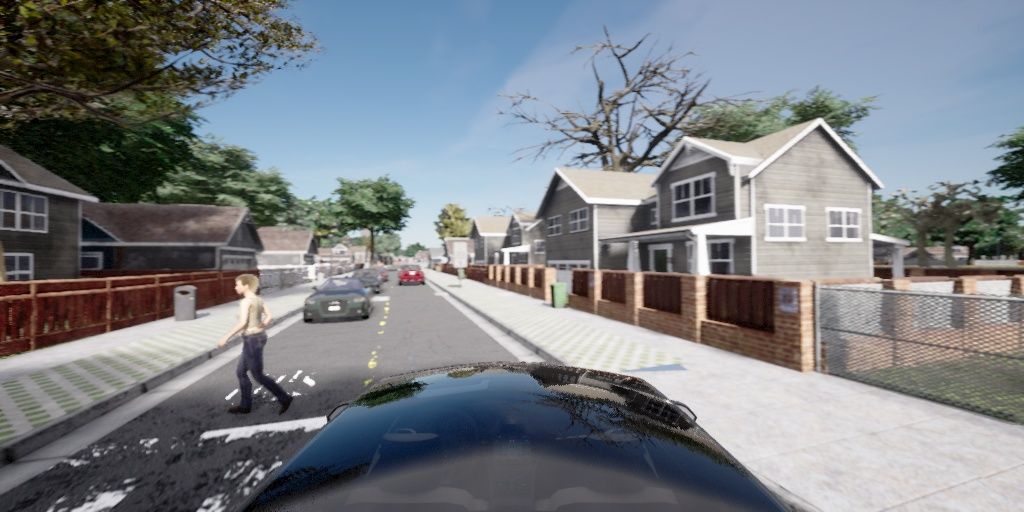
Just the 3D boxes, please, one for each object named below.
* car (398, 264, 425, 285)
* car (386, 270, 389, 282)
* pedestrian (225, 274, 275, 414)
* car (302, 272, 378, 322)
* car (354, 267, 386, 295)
[{"bbox_3d":[-8.721,1.499,31.025,2.097,1.767,4.553,0,-1,-17],"label":"car"},{"bbox_3d":[-12.919,1.759,34.605,1.812,1.442,4.674,0,-1,-17],"label":"car"},{"bbox_3d":[-3.390,1.108,4.657,0.375,1.860,0.375,0,-1,-17],"label":"pedestrian"},{"bbox_3d":[-6.212,1.493,13.211,1.994,1.385,4.181,0,-1,-18],"label":"car"},{"bbox_3d":[-9.063,1.557,22.293,1.837,1.490,4.892,0,0,-17],"label":"car"}]
